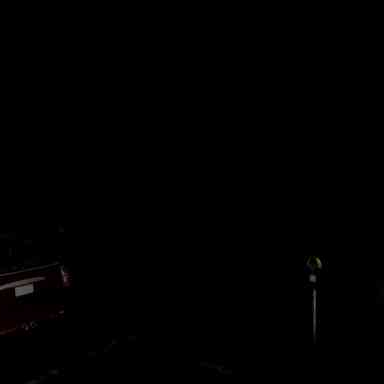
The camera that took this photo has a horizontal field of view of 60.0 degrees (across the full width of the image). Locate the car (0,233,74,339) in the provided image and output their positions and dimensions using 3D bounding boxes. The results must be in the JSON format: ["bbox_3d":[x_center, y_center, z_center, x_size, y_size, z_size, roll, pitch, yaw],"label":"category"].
[{"bbox_3d":[-3.995,1.440,5.928,4.097,1.590,1.967,0,0,36],"label":"car"}]
